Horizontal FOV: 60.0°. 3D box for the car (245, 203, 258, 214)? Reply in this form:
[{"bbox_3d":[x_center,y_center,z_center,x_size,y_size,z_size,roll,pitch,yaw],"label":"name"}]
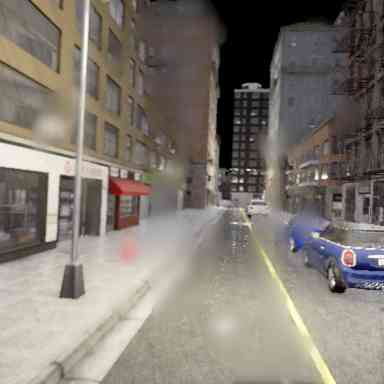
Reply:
[{"bbox_3d":[9.288,2.510,52.052,1.812,1.442,4.674,2,-1,7],"label":"car"}]

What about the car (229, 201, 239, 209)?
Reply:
[{"bbox_3d":[8.639,2.647,68.553,1.837,1.490,4.892,2,-1,7],"label":"car"}]

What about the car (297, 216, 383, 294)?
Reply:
[{"bbox_3d":[4.678,1.664,9.675,2.097,1.767,4.553,2,-1,7],"label":"car"}]

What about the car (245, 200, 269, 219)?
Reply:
[{"bbox_3d":[7.615,1.978,38.590,2.150,2.045,5.566,2,-1,8],"label":"car"}]

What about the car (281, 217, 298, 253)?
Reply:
[{"bbox_3d":[5.442,1.890,15.653,1.882,1.535,5.008,2,-1,7],"label":"car"}]
